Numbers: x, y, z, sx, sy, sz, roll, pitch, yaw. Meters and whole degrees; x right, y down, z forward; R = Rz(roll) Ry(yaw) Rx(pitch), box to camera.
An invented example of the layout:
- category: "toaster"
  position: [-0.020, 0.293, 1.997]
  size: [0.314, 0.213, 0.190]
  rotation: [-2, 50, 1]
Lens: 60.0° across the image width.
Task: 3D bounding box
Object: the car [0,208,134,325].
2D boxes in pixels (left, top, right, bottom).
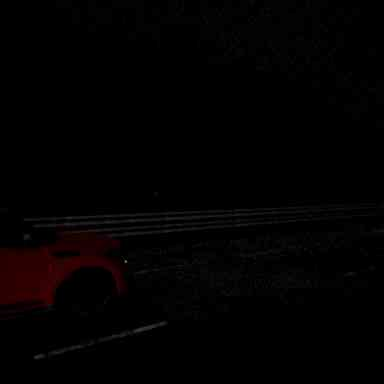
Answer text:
- category: "car"
  position: [-3.747, 1.191, 5.378]
  size: [5.566, 2.045, 2.150]
  rotation: [0, 0, -35]
